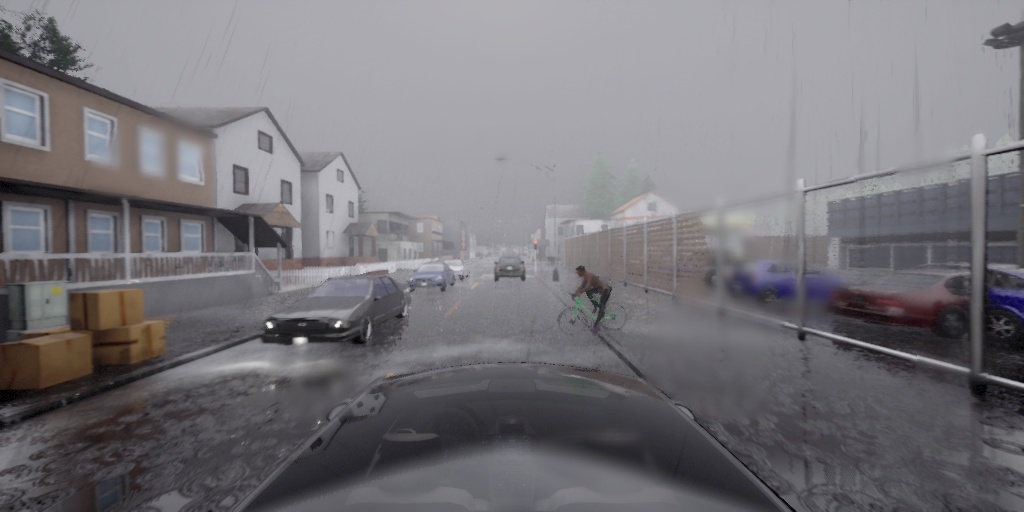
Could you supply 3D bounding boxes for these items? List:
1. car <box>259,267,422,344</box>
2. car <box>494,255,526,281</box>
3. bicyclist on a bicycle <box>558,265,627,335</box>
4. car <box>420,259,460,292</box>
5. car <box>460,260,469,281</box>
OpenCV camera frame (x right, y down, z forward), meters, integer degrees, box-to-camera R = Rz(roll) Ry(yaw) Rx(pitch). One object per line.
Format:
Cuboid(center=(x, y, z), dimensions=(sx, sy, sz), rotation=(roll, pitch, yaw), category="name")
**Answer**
Cuboid(center=(-4.183, 1.236, 9.686), dimensions=(2.033, 1.411, 5.357), rotation=(-1, 1, -1), category="car")
Cuboid(center=(-0.174, 0.766, 25.485), dimensions=(2.097, 1.767, 4.553), rotation=(-1, 1, -1), category="car")
Cuboid(center=(1.844, 1.017, 8.413), dimensions=(1.656, 1.620, 0.582), rotation=(-6, 1, -1), category="bicyclist on a bicycle")
Cuboid(center=(-4.281, 1.073, 19.705), dimensions=(1.812, 1.442, 4.674), rotation=(-1, 1, 0), category="car")
Cuboid(center=(-4.274, 0.986, 26.344), dimensions=(1.812, 1.442, 4.674), rotation=(-1, 1, -1), category="car")
